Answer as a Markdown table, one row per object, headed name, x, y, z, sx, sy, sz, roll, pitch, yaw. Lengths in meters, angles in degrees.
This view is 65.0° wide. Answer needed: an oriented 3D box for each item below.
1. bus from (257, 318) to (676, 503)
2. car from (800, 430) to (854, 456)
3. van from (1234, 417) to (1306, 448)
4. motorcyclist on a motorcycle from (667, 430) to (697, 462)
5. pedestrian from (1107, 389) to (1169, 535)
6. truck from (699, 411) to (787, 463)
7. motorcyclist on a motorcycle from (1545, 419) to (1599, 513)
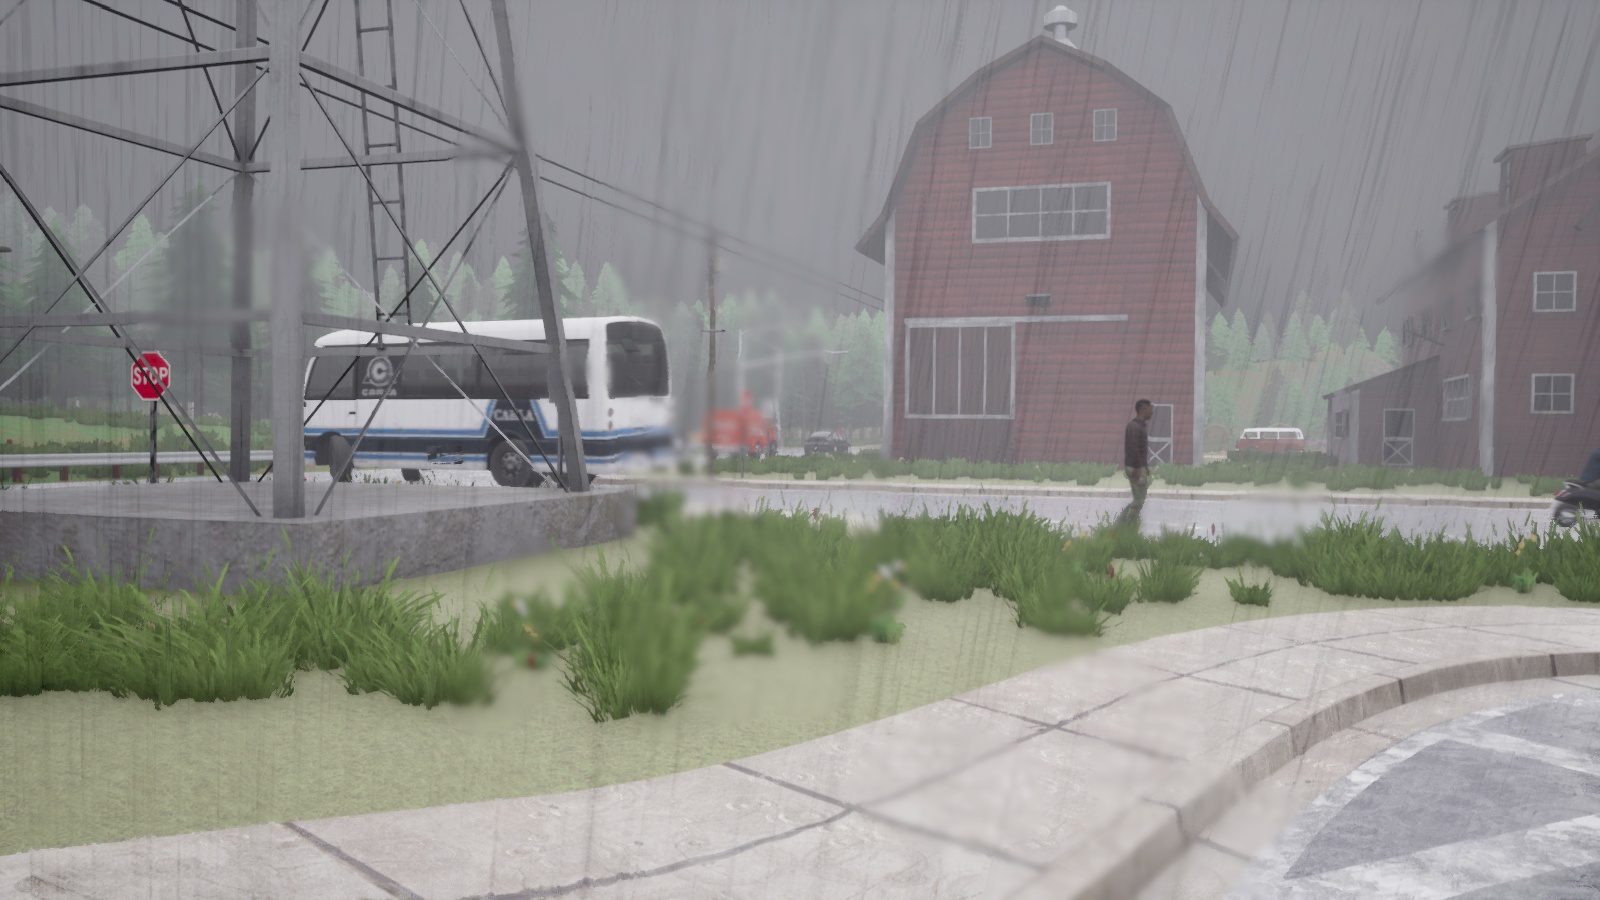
| name | x | y | z | sx | sy | sz | roll | pitch | yaw |
| --- | --- | --- | --- | --- | --- | --- | --- | --- | --- |
| bus | -8.755 | -1.008 | 32.810 | 10.273 | 4.253 | 3.944 | 0 | 4 | 25 |
| car | 1.673 | -0.415 | 75.683 | 1.837 | 1.490 | 4.892 | 0 | 1 | 18 |
| van | 31.949 | -1.195 | 85.433 | 4.480 | 2.038 | 2.069 | 0 | 1 | 17 |
| motorcyclist on a motorcycle | -5.983 | -0.196 | 63.673 | 0.866 | 1.590 | 1.817 | 0 | 1 | 18 |
| pedestrian | 4.356 | 0.152 | 16.165 | 0.703 | 1.840 | 0.431 | 0 | 1 | 24 |
| truck | -2.763 | -0.648 | 62.270 | 2.627 | 2.467 | 5.204 | 0 | 1 | 18 |
| motorcyclist on a motorcycle | 13.913 | 0.265 | 21.521 | 1.817 | 1.590 | 0.866 | 0 | 1 | 17 |
